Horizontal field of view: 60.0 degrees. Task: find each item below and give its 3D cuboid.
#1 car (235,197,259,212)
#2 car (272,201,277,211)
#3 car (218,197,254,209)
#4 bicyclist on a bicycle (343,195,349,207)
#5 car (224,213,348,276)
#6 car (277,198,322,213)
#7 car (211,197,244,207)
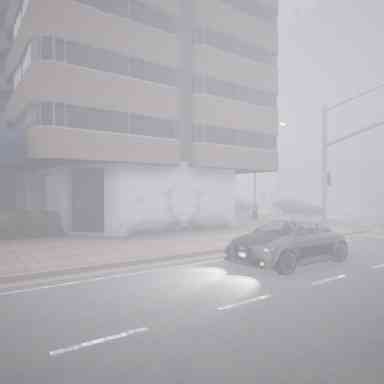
[{"bbox_3d":[5.921,1.564,39.341,1.994,1.385,4.181,0,0,-35],"label":"car"},{"bbox_3d":[11.441,1.478,37.687,1.882,1.535,5.008,0,0,-36],"label":"car"},{"bbox_3d":[5.911,1.491,45.307,2.128,1.511,4.902,0,0,-36],"label":"car"},{"bbox_3d":[22.058,1.301,47.707,1.656,1.620,0.582,0,0,-36],"label":"bicyclist on a bicycle"},{"bbox_3d":[3.025,1.564,10.442,4.181,1.385,1.994,0,0,-35],"label":"car"},{"bbox_3d":[10.847,1.564,32.549,1.994,1.385,4.181,0,0,-36],"label":"car"},{"bbox_3d":[5.454,1.547,52.211,2.033,1.411,5.357,0,0,-36],"label":"car"}]
